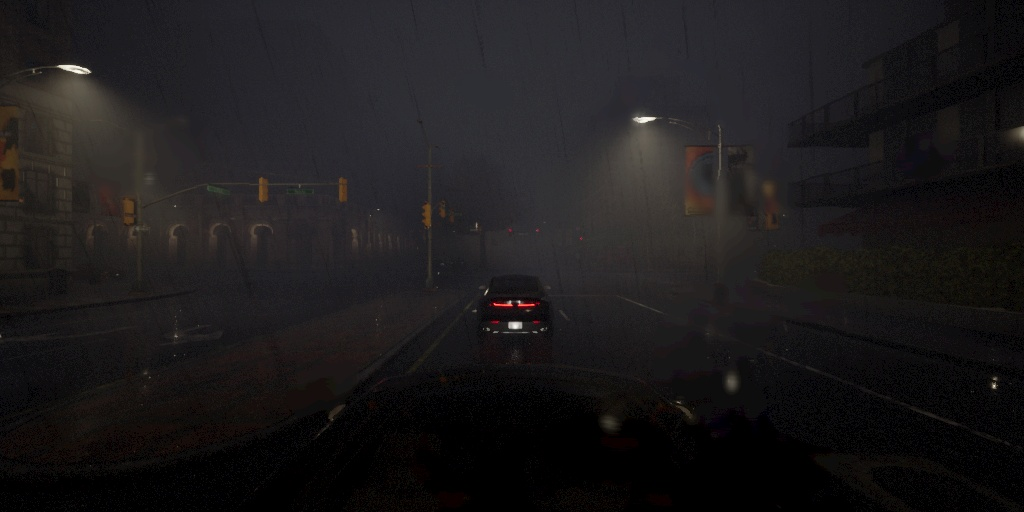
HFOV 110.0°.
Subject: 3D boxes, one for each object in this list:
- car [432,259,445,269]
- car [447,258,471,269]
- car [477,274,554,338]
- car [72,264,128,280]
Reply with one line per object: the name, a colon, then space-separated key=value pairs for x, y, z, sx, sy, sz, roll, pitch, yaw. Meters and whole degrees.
car: x=-11.579 y=1.255 z=55.356 sx=1.837 sy=1.490 sz=4.892 roll=0 pitch=0 yaw=1
car: x=-8.031 y=1.102 z=54.713 sx=2.097 sy=1.767 sz=4.553 roll=0 pitch=0 yaw=0
car: x=0.081 y=1.255 z=10.180 sx=1.837 sy=1.490 sz=4.892 roll=0 pitch=0 yaw=0
car: x=-33.475 y=1.314 z=28.596 sx=4.181 sy=1.385 sz=1.994 roll=0 pitch=0 yaw=0
